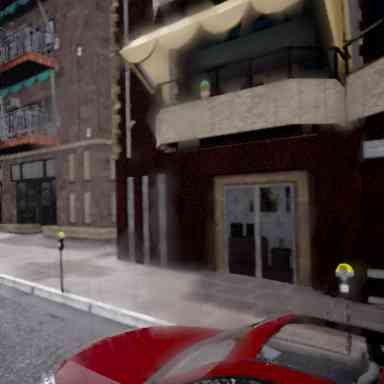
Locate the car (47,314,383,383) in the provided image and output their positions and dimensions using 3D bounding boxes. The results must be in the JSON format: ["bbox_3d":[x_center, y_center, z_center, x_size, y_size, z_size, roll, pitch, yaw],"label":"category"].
[{"bbox_3d":[0.668,1.584,2.268,4.206,1.307,1.802,0,-2,36],"label":"car"}]
